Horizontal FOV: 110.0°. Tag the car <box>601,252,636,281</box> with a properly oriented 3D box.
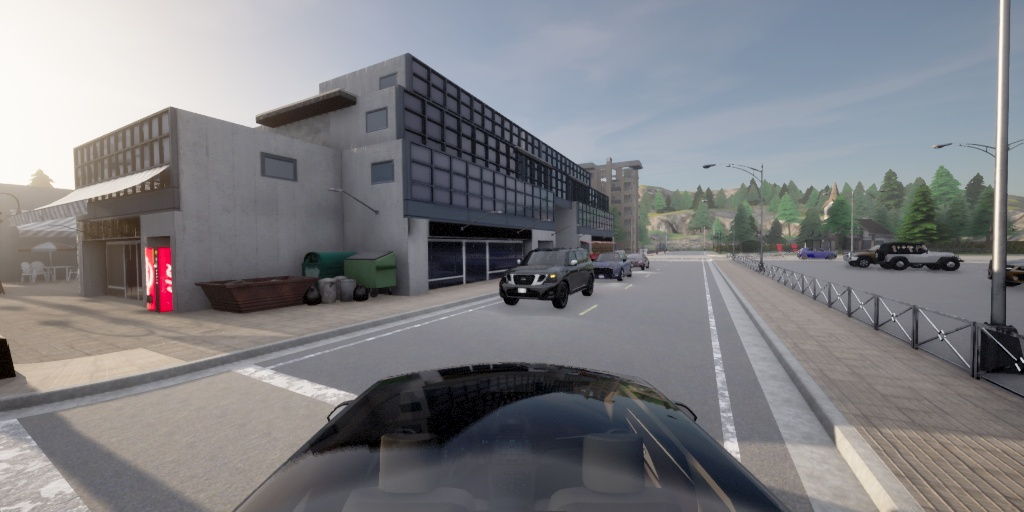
[{"bbox_3d":[6.190,0.550,22.662,2.097,1.767,4.553,0,2,28],"label":"car"}]

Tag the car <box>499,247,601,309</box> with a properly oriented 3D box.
[{"bbox_3d":[1.608,0.686,13.959,2.150,2.045,5.566,0,1,28],"label":"car"}]

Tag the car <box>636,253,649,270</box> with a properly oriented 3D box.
[{"bbox_3d":[10.962,0.446,31.714,1.812,1.442,4.674,0,2,28],"label":"car"}]
